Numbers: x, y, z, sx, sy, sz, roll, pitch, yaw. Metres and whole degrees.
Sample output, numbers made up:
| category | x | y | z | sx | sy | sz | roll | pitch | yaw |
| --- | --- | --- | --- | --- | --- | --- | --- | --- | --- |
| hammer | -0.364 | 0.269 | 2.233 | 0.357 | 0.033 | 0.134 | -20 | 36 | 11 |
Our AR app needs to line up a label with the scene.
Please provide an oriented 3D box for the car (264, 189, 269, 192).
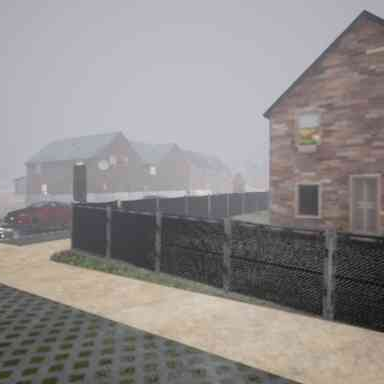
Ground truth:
| category | x | y | z | sx | sy | sz | roll | pitch | yaw |
| --- | --- | --- | --- | --- | --- | --- | --- | --- | --- |
| car | 11.004 | 0.283 | 44.278 | 2.097 | 1.767 | 4.553 | 0 | 1 | 34 |

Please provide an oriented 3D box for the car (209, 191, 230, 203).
| category | x | y | z | sx | sy | sz | roll | pitch | yaw |
| --- | --- | --- | --- | --- | --- | --- | --- | --- | --- |
| car | 3.151 | 0.676 | 37.679 | 1.812 | 1.442 | 4.674 | 0 | 2 | 34 |

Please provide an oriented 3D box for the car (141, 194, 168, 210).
| category | x | y | z | sx | sy | sz | roll | pitch | yaw |
| --- | --- | --- | --- | --- | --- | --- | --- | --- | --- |
| car | -3.352 | 0.952 | 27.887 | 1.812 | 1.442 | 4.674 | 0 | 1 | 34 |

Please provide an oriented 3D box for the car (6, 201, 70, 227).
| category | x | y | z | sx | sy | sz | roll | pitch | yaw |
| --- | --- | --- | --- | --- | --- | --- | --- | --- | --- |
| car | -8.701 | 1.222 | 19.819 | 1.994 | 1.385 | 4.181 | 0 | 1 | 34 |
